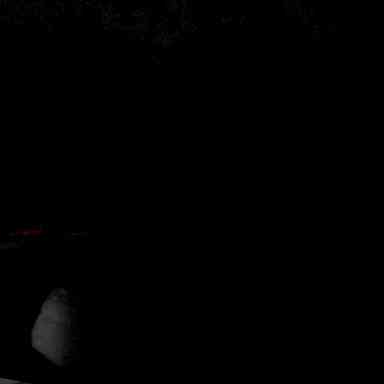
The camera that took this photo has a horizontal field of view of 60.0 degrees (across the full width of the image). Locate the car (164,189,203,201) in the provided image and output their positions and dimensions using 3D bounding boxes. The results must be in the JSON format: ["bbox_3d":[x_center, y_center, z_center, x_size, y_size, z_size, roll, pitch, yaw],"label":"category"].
[{"bbox_3d":[-1.249,0.361,44.579,5.357,1.411,2.033,2,2,44],"label":"car"}]

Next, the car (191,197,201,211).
[{"bbox_3d":[-0.359,1.132,28.621,2.033,1.411,5.357,-1,1,39],"label":"car"}]

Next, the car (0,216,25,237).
[{"bbox_3d":[-10.712,1.615,15.778,1.895,1.301,4.718,-2,0,37],"label":"car"}]
